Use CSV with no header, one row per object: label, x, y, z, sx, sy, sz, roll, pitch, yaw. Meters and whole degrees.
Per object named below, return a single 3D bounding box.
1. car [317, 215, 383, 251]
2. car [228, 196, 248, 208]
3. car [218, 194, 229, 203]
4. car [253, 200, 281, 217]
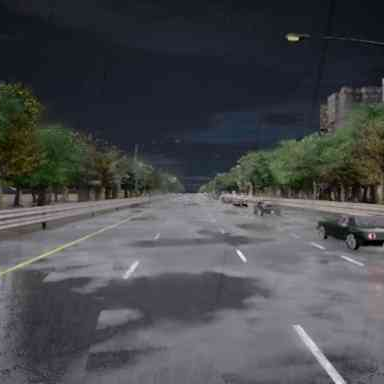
car,6.997,1.603,14.112,1.895,1.301,4.718,0,0,0
car,7.020,1.631,49.702,1.895,1.301,4.718,0,0,0
car,7.083,1.558,68.645,2.128,1.511,4.902,0,0,0
car,6.996,1.514,31.266,1.837,1.490,4.892,0,0,0
